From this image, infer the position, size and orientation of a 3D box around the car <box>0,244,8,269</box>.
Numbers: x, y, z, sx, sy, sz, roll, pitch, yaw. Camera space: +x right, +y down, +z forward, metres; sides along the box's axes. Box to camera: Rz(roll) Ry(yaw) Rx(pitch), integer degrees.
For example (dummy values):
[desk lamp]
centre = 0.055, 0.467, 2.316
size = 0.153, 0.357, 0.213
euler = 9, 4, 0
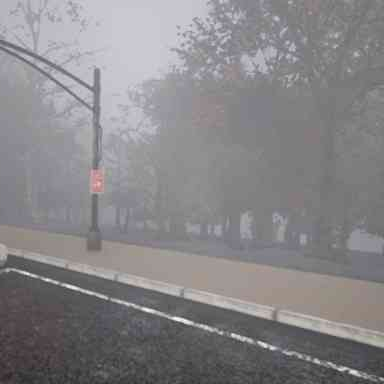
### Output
[car]
centre = -6.766, 1.427, 8.486
size = 4.718, 1.301, 1.895
euler = 1, 1, 35
